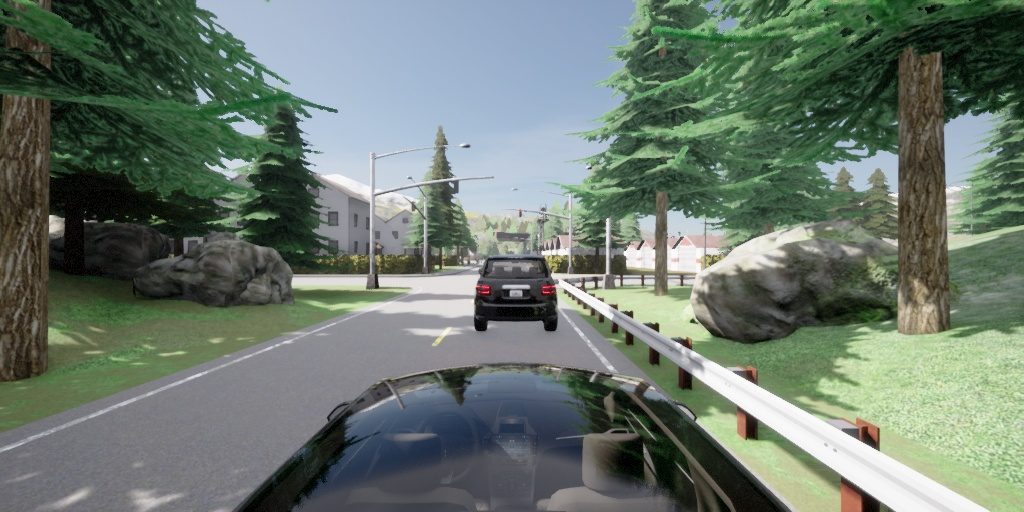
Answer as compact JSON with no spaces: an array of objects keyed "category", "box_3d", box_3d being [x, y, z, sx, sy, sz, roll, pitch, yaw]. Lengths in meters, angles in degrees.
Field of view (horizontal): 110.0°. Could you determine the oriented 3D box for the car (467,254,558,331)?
[{"category":"car","box_3d":[0.104,0.971,11.072,2.150,2.045,5.566,0,0,0]}]
